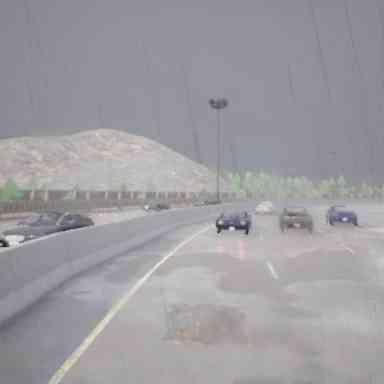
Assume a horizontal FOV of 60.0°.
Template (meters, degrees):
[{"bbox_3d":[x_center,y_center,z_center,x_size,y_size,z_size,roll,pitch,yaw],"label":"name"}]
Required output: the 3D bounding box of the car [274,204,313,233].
[{"bbox_3d":[6.428,1.654,20.869,2.128,1.511,4.902,0,0,14],"label":"car"}]

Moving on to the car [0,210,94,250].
[{"bbox_3d":[-5.825,1.550,13.954,2.128,1.511,4.902,0,0,9],"label":"car"}]

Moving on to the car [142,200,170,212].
[{"bbox_3d":[-4.559,1.737,42.873,2.128,1.511,4.902,0,0,24],"label":"car"}]

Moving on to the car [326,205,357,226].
[{"bbox_3d":[11.310,1.740,25.295,1.812,1.442,4.674,0,0,17],"label":"car"}]

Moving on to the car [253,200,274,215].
[{"bbox_3d":[8.451,1.796,37.260,1.812,1.442,4.674,0,0,24],"label":"car"}]

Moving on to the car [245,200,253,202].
[{"bbox_3d":[9.396,1.984,53.996,1.895,1.301,4.718,0,0,33],"label":"car"}]

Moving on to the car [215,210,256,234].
[{"bbox_3d":[2.698,1.743,20.484,1.895,1.301,4.718,0,0,13],"label":"car"}]

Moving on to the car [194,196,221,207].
[{"bbox_3d":[2.417,1.541,49.135,2.150,2.045,5.566,0,0,29],"label":"car"}]
